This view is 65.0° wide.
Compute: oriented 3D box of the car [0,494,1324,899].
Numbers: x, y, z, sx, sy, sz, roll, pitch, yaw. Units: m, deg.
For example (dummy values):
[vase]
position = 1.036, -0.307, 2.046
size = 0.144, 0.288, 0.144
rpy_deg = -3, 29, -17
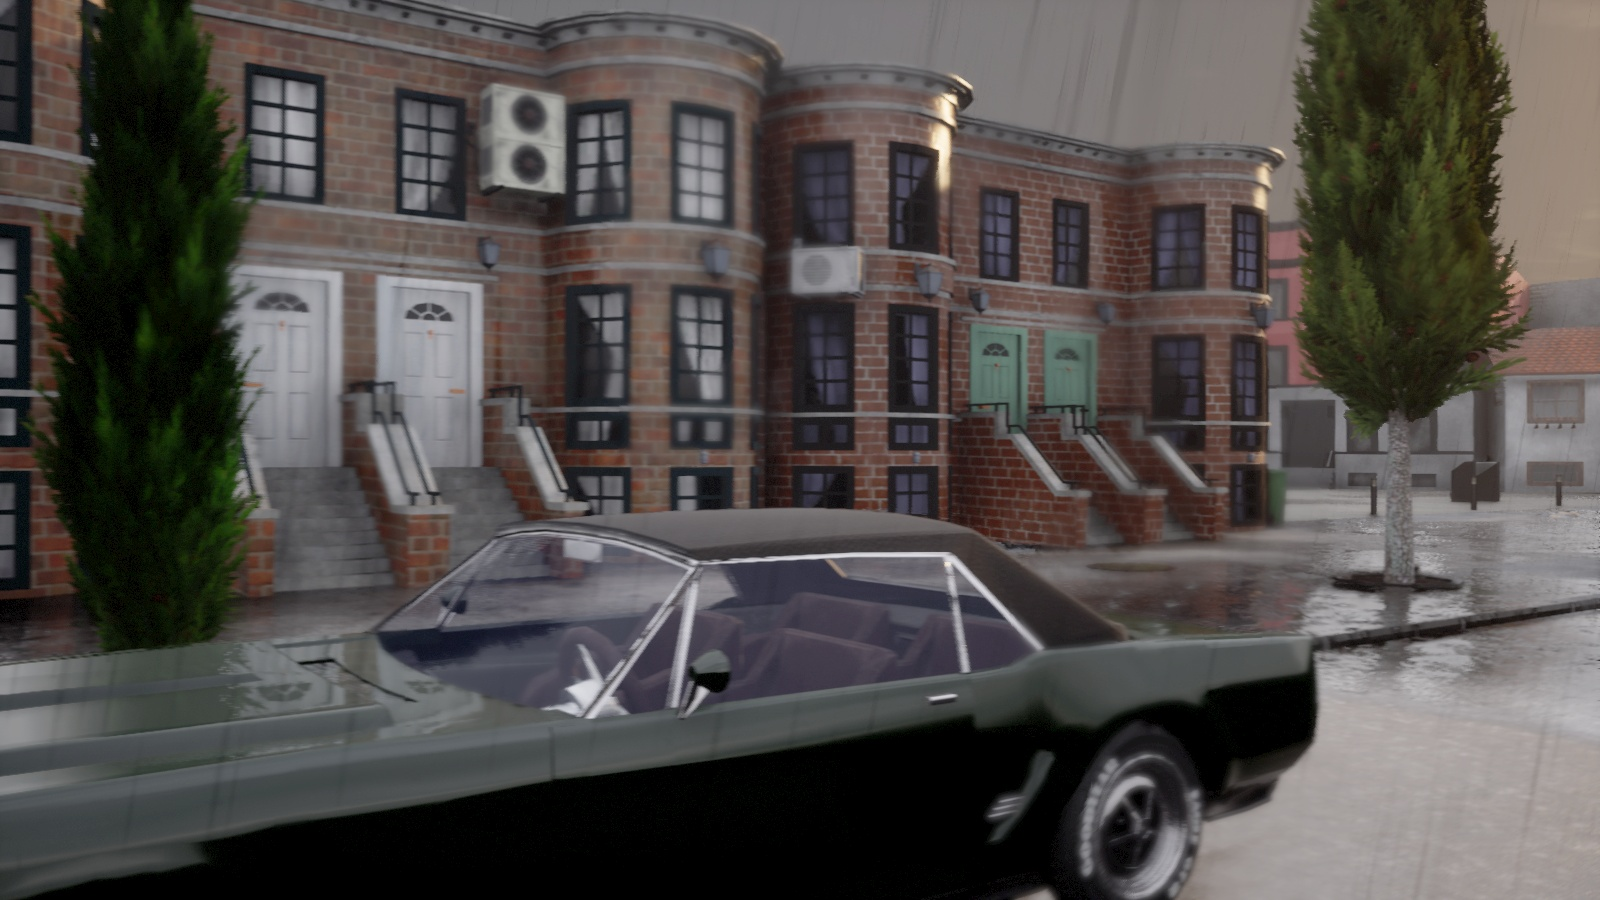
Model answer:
[car]
position = -0.650, 0.856, 3.814
size = 4.718, 1.301, 1.895
rpy_deg = 0, 0, -35
